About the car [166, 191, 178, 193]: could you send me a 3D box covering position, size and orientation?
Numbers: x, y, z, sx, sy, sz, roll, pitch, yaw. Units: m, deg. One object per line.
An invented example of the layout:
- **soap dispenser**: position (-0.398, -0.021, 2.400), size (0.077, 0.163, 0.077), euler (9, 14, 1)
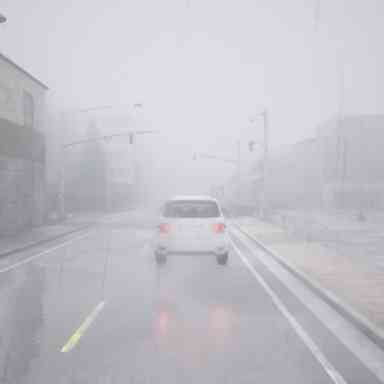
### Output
- **car**: position (-3.800, 0.891, 58.797), size (2.150, 2.045, 5.566), euler (0, 1, 0)

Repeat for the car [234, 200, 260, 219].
- **car**: position (3.718, 1.424, 27.842), size (4.902, 1.511, 2.128), euler (2, 0, -41)

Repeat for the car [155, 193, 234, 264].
- **car**: position (0.001, 1.152, 11.625), size (2.150, 2.045, 5.566), euler (0, 0, 0)

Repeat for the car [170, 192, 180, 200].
- **car**: position (-3.826, 0.785, 74.657), size (2.097, 1.767, 4.553), euler (0, 0, 0)
